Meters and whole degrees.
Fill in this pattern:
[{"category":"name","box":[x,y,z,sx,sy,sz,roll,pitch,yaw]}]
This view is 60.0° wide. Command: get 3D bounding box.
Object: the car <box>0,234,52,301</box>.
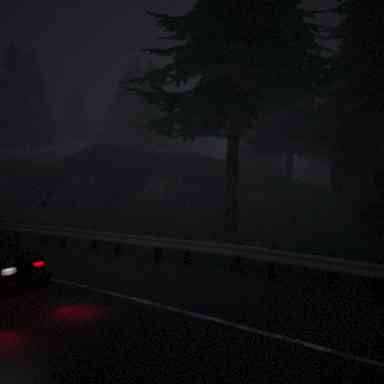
[{"category":"car","box":[-5.354,1.383,7.039,5.357,1.411,2.033,1,1,30]}]
